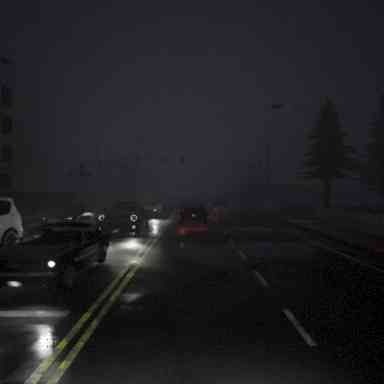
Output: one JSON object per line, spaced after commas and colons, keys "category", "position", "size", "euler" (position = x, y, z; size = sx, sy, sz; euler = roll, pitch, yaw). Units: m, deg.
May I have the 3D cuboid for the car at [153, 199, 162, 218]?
{"category": "car", "position": [-3.575, 1.342, 27.993], "size": [1.812, 1.442, 4.674], "euler": [0, 0, 0]}

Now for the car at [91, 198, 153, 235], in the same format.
{"category": "car", "position": [-3.592, 1.234, 17.995], "size": [2.097, 1.767, 4.553], "euler": [0, 0, 0]}

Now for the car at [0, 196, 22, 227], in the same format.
{"category": "car", "position": [-7.155, 1.158, 9.599], "size": [2.150, 2.045, 5.566], "euler": [0, 0, 2]}

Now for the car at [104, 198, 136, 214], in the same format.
{"category": "car", "position": [-7.039, 1.330, 33.263], "size": [2.033, 1.411, 5.357], "euler": [0, 0, 0]}

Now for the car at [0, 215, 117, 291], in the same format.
{"category": "car", "position": [-3.594, 1.542, 8.949], "size": [1.895, 1.301, 4.718], "euler": [0, 0, 0]}

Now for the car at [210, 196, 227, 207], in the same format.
{"category": "car", "position": [3.556, 1.203, 44.205], "size": [2.128, 1.511, 4.902], "euler": [0, 0, 0]}

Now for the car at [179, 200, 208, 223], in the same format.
{"category": "car", "position": [0.096, 1.323, 23.648], "size": [1.882, 1.535, 5.008], "euler": [0, 0, 0]}

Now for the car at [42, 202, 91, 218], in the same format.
{"category": "car", "position": [-7.091, 1.363, 19.522], "size": [2.128, 1.511, 4.902], "euler": [0, 0, 0]}
